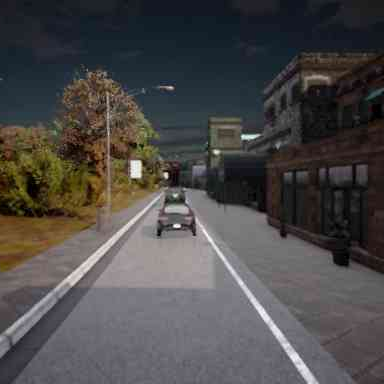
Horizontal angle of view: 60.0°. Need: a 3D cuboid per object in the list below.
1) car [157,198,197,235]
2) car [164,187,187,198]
[{"bbox_3d":[-0.779,1.253,16.760,1.812,1.442,4.674,0,1,-3],"label":"car"},{"bbox_3d":[-1.757,0.412,35.576,2.150,2.045,5.566,0,2,-3],"label":"car"}]
